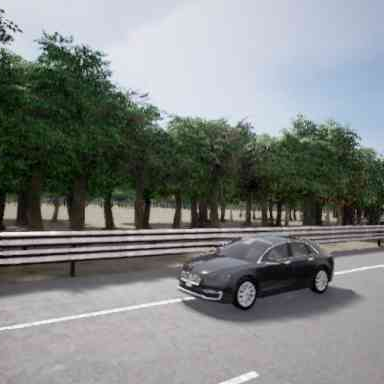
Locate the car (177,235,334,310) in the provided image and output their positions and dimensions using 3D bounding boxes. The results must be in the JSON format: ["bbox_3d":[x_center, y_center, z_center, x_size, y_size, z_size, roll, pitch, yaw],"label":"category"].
[{"bbox_3d":[1.881,1.967,8.974,4.892,1.490,1.837,4,-3,-36],"label":"car"}]
